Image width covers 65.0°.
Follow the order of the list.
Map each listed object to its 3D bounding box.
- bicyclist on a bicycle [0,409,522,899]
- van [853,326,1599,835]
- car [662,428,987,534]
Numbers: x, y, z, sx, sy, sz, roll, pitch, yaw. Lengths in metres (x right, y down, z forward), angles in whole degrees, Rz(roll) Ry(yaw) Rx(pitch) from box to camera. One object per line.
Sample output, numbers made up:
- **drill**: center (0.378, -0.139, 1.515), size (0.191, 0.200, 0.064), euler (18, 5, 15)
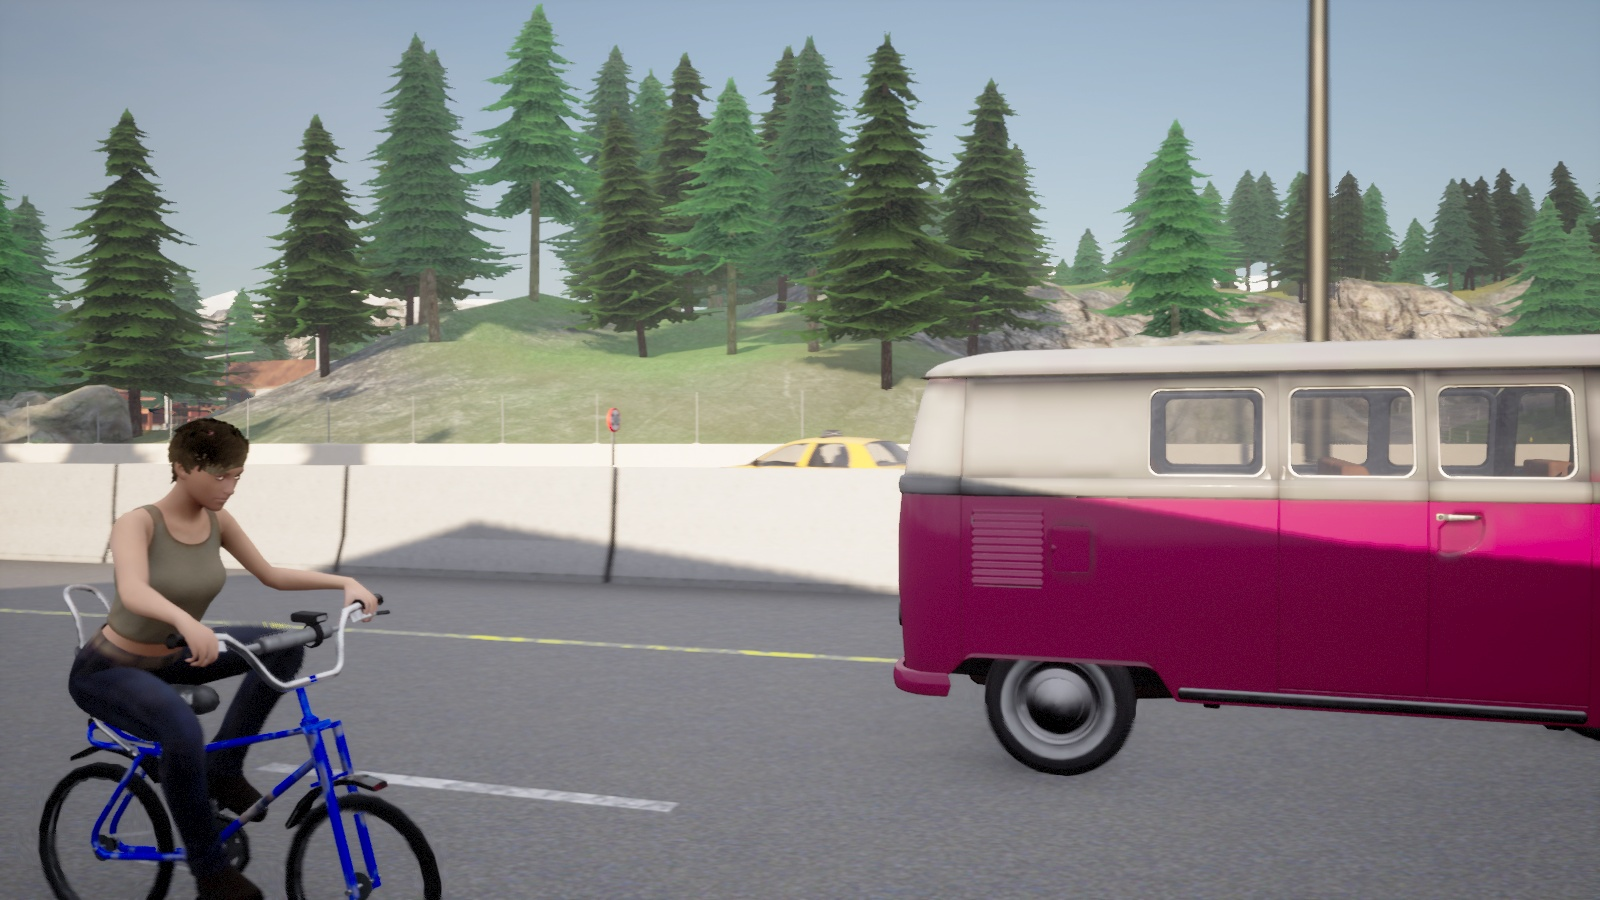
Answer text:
- **bicyclist on a bicycle**: center (-1.741, 0.696, 3.775), size (1.509, 1.612, 0.866), euler (2, 1, 18)
- **van**: center (2.638, 0.493, 5.994), size (4.442, 1.987, 1.775), euler (1, 1, 19)
- **car**: center (0.308, 0.426, 21.165), size (5.366, 1.575, 1.801), euler (1, 1, 34)
